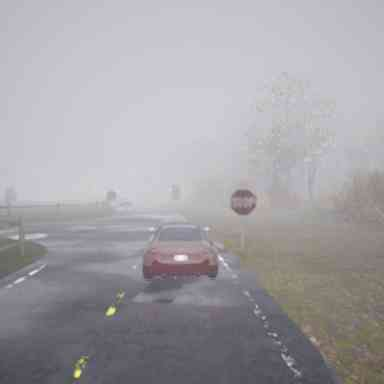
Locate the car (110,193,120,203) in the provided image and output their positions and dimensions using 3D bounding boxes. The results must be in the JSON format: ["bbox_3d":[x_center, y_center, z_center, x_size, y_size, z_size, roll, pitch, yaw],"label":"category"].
[{"bbox_3d":[-15.120,1.184,66.012,2.150,2.045,5.566,0,0,-20],"label":"car"}]

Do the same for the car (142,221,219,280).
[{"bbox_3d":[-0.370,1.556,10.033,1.994,1.385,4.181,0,0,-3],"label":"car"}]

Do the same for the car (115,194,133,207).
[{"bbox_3d":[-10.207,1.508,50.791,2.033,1.411,5.357,0,0,-16],"label":"car"}]
